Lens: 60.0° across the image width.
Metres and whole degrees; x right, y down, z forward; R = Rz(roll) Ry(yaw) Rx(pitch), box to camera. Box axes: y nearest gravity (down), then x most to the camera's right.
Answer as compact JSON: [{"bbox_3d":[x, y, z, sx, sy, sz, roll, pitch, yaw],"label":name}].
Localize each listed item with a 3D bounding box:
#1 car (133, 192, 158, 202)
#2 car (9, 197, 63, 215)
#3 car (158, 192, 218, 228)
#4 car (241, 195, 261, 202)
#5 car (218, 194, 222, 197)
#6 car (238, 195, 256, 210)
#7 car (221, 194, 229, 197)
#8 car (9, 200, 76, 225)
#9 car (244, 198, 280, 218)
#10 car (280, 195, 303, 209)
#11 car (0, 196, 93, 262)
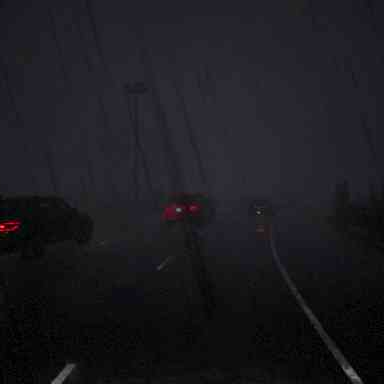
[{"bbox_3d":[-5.657,0.964,45.511,2.150,2.045,5.566,0,0,28],"label":"car"},{"bbox_3d":[-15.056,1.303,32.430,1.837,1.490,4.892,0,0,19],"label":"car"},{"bbox_3d":[-0.045,1.104,21.480,2.150,2.045,5.566,0,0,15],"label":"car"},{"bbox_3d":[11.428,1.244,64.221,1.994,1.385,4.181,0,0,42],"label":"car"},{"bbox_3d":[1.241,1.287,35.204,1.882,1.535,5.008,0,0,23],"label":"car"},{"bbox_3d":[6.829,1.363,38.735,1.994,1.385,4.181,0,0,27],"label":"car"},{"bbox_3d":[5.599,1.121,68.191,1.882,1.535,5.008,0,0,41],"label":"car"},{"bbox_3d":[-10.458,1.379,23.709,1.812,1.442,4.674,0,0,16],"label":"car"},{"bbox_3d":[6.126,1.359,28.665,1.837,1.490,4.892,0,0,20],"label":"car"},{"bbox_3d":[12.273,1.146,41.287,2.097,1.767,4.553,0,0,30],"label":"car"},{"bbox_3d":[-5.669,1.145,12.103,2.150,2.045,5.566,0,0,9],"label":"car"}]
